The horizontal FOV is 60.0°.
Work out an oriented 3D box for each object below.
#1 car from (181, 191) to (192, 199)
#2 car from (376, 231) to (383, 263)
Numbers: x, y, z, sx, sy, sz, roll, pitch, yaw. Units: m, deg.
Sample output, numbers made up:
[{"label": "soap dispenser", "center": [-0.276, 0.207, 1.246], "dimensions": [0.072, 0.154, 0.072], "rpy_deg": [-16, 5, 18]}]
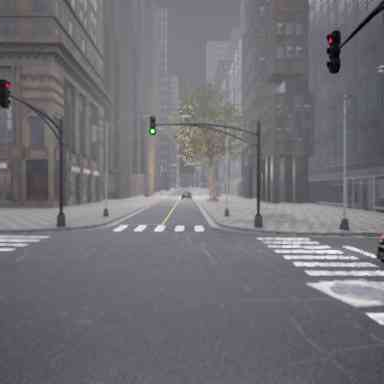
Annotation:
[{"label": "car", "center": [-1.110, 0.562, 67.452], "dimensions": [2.097, 1.767, 4.553], "rpy_deg": [0, 1, -1]}, {"label": "car", "center": [7.722, 1.374, 9.239], "dimensions": [4.553, 1.767, 2.097], "rpy_deg": [0, 1, -9]}]
